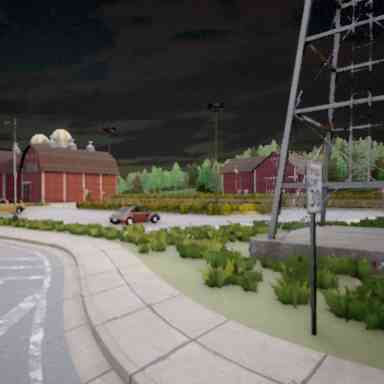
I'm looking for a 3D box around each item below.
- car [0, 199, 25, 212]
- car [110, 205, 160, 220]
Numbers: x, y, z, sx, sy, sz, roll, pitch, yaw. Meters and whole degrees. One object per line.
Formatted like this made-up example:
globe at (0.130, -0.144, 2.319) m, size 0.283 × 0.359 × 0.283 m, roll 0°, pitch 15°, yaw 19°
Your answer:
car at (-21.970, 1.684, 38.705) m, size 1.932 × 1.855 × 4.605 m, roll -1°, pitch 0°, yaw 39°
car at (-4.224, 1.694, 24.904) m, size 1.784 × 1.438 × 3.905 m, roll -1°, pitch 0°, yaw 39°
